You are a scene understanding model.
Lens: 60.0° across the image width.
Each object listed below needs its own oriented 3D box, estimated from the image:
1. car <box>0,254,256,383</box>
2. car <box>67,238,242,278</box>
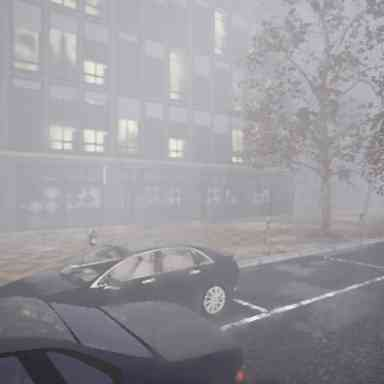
[{"bbox_3d":[-1.987,1.549,1.960,5.357,1.411,2.033,0,0,-35],"label":"car"},{"bbox_3d":[-1.080,1.544,5.783,4.403,1.369,2.008,0,0,-35],"label":"car"}]
